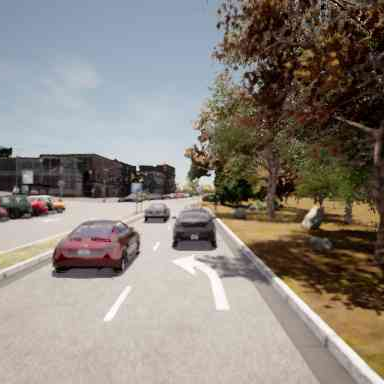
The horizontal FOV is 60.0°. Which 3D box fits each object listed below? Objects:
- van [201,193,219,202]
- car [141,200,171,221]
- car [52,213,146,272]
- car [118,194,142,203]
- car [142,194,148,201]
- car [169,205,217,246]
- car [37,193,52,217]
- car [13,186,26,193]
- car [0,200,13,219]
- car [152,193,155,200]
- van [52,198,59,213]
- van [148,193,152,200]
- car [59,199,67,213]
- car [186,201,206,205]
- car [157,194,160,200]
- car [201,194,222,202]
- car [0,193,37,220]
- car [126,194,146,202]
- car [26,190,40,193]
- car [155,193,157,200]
[{"bbox_3d":[4.282,1.330,78.057,4.442,1.987,1.878,1,0,-14],"label":"van"},{"bbox_3d":[-2.862,1.663,27.974,2.033,1.411,5.357,0,0,0],"label":"car"},{"bbox_3d":[-2.898,1.593,10.921,1.994,1.385,4.181,0,0,0],"label":"car"},{"bbox_3d":[-14.445,1.636,75.460,4.792,1.488,2.163,-1,0,-15],"label":"car"},{"bbox_3d":[-13.800,1.604,78.452,5.366,1.575,1.946,-1,-1,-15],"label":"car"},{"bbox_3d":[0.103,1.555,15.585,1.837,1.490,4.892,0,0,0],"label":"car"},{"bbox_3d":[-16.717,1.377,31.640,5.566,2.045,2.435,-1,-1,-20],"label":"car"},{"bbox_3d":[-34.160,-0.182,66.395,2.435,2.045,5.566,6,-3,-19],"label":"car"},{"bbox_3d":[-16.770,1.635,25.606,4.674,1.452,2.002,-1,0,-20],"label":"car"},{"bbox_3d":[-13.014,1.645,87.415,4.892,1.521,2.231,-1,-1,-14],"label":"car"},{"bbox_3d":[-16.601,1.418,34.677,4.442,1.987,1.878,-1,-1,-19],"label":"van"},{"bbox_3d":[-13.242,1.405,84.445,4.442,1.987,1.878,-1,-1,-14],"label":"van"},{"bbox_3d":[-16.626,1.536,37.654,4.553,1.767,2.185,-1,0,-19],"label":"car"},{"bbox_3d":[0.160,1.729,30.403,1.895,1.301,4.718,0,0,1],"label":"car"},{"bbox_3d":[-12.269,1.705,93.412,4.674,1.452,2.002,-1,-1,-13],"label":"car"},{"bbox_3d":[4.666,1.440,81.026,4.553,1.767,2.185,1,0,-14],"label":"car"},{"bbox_3d":[-16.790,1.361,28.604,5.566,2.045,2.435,-1,0,-20],"label":"car"},{"bbox_3d":[-13.707,1.496,81.405,4.553,1.767,2.185,-1,-1,-14],"label":"car"},{"bbox_3d":[-31.165,0.380,66.332,2.002,1.452,4.674,6,-3,-19],"label":"car"},{"bbox_3d":[-12.641,1.694,90.410,4.674,1.452,2.002,-1,0,-13],"label":"car"}]
